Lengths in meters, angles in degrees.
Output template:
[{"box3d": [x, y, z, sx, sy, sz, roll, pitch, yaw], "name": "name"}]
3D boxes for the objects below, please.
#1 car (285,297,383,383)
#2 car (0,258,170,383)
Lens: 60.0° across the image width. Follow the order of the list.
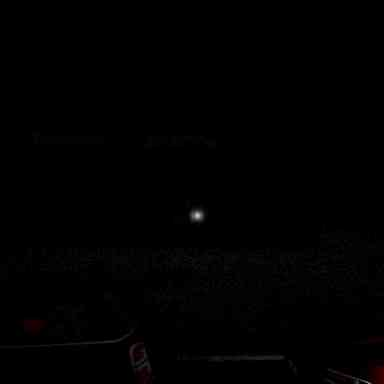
[{"box3d": [3.313, 1.611, 3.602, 4.507, 1.381, 1.887, 0, 0, -2], "name": "car"}, {"box3d": [-2.306, 1.474, 3.359, 4.097, 1.590, 1.967, 0, 0, -2], "name": "car"}]
